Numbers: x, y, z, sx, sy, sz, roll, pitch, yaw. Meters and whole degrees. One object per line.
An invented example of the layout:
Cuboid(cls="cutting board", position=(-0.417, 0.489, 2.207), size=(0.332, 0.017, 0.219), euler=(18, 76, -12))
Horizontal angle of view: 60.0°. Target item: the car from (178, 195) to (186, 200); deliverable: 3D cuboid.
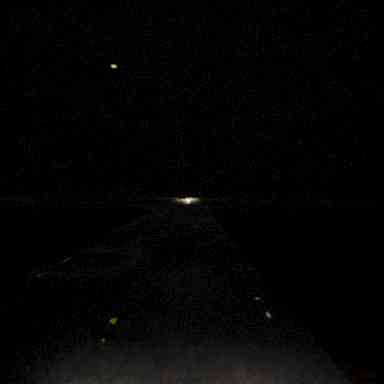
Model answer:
Cuboid(cls="car", position=(-2.741, 1.454, 90.216), size=(2.033, 1.411, 5.357), euler=(0, 0, 0))
